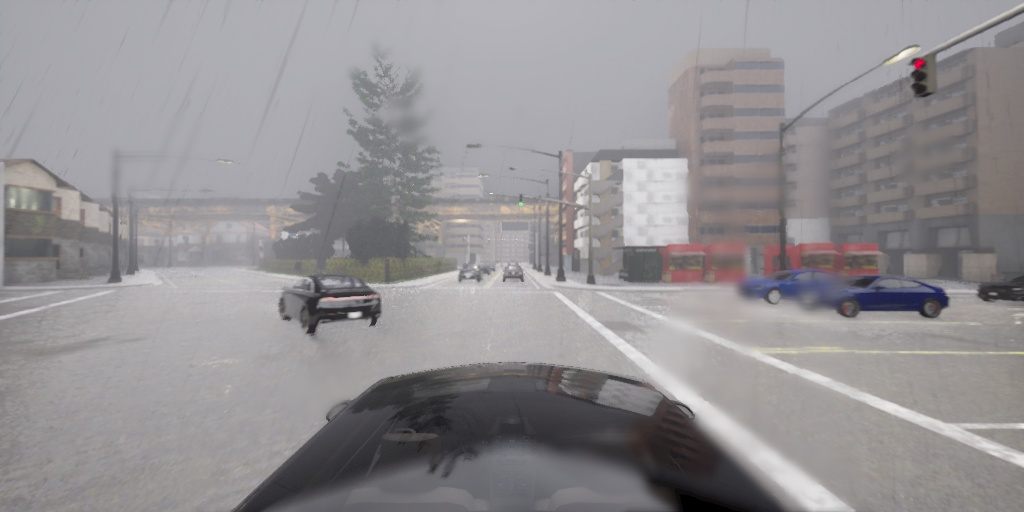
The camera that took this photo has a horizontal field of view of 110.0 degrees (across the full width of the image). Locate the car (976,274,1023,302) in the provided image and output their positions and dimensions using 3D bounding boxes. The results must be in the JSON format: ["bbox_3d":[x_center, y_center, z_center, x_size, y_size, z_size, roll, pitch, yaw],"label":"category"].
[{"bbox_3d":[24.912,1.500,16.729,5.008,1.535,1.882,0,0,0],"label":"car"}]

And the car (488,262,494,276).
[{"bbox_3d":[-3.540,1.643,43.271,1.895,1.301,4.718,0,0,0],"label":"car"}]

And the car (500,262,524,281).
[{"bbox_3d":[0.110,1.498,32.274,2.033,1.411,5.357,0,0,0],"label":"car"}]

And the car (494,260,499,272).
[{"bbox_3d":[-3.514,1.642,56.149,1.837,1.490,4.892,0,0,1],"label":"car"}]

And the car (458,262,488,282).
[{"bbox_3d":[-3.571,1.449,31.803,2.128,1.511,4.902,0,0,0],"label":"car"}]

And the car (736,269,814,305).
[{"bbox_3d":[13.137,1.385,16.643,5.008,1.535,1.882,0,0,0],"label":"car"}]

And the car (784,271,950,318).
[{"bbox_3d":[13.073,1.409,13.125,4.674,1.442,1.812,0,0,-1],"label":"car"}]

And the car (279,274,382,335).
[{"bbox_3d":[-5.642,1.306,10.923,2.128,1.511,4.902,1,-1,-43],"label":"car"}]
